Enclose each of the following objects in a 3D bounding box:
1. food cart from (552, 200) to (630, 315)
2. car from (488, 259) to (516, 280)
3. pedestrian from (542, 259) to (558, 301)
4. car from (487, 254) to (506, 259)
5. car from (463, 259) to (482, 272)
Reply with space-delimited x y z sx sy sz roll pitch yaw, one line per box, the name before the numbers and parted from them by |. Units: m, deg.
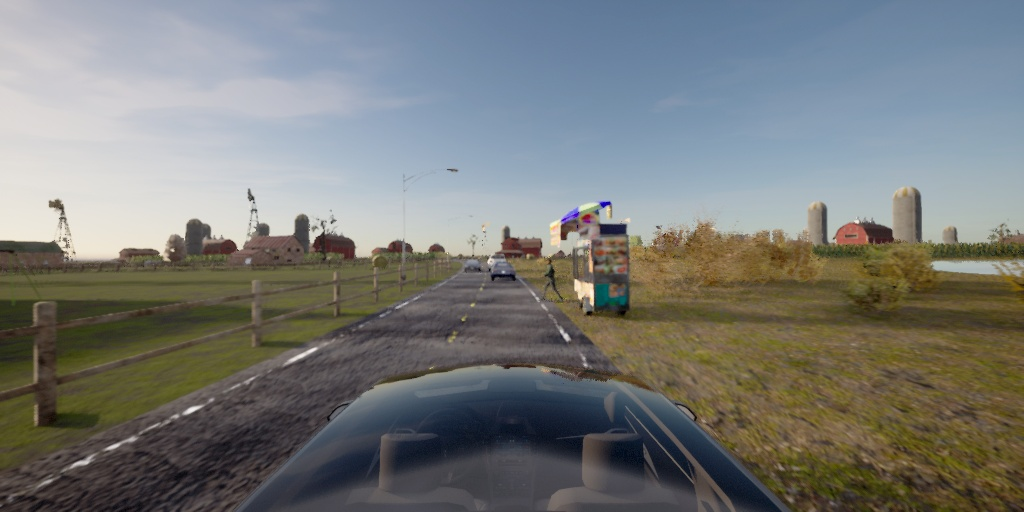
food cart | 2.989 0.151 12.791 2.280 3.560 4.660 0 0 -1
car | -0.758 1.167 29.377 1.994 1.385 4.181 0 0 -3
pedestrian | 1.568 0.970 14.832 0.375 1.860 0.375 1 -1 0
car | -1.896 0.761 45.066 2.150 2.045 5.566 0 0 -5
car | -4.495 1.073 41.189 1.812 1.442 4.674 0 0 -4
